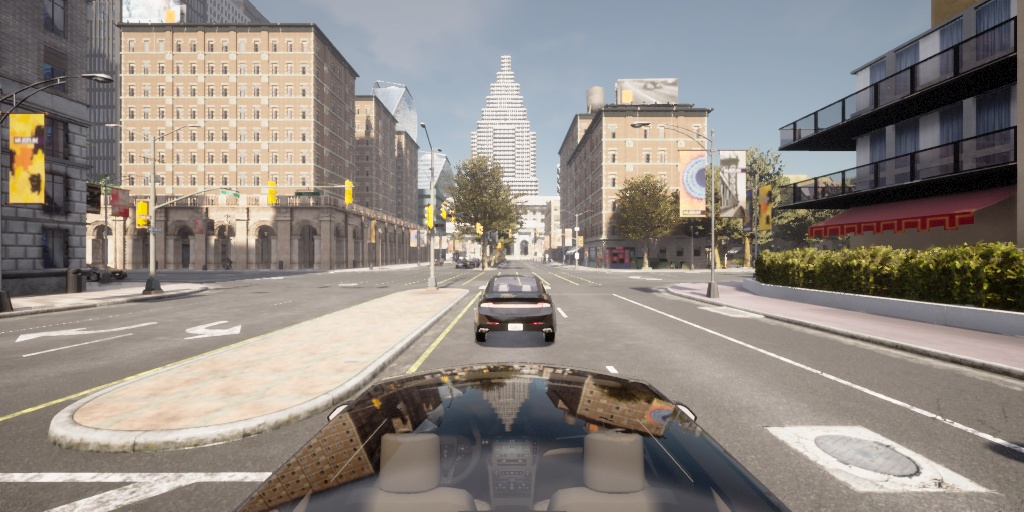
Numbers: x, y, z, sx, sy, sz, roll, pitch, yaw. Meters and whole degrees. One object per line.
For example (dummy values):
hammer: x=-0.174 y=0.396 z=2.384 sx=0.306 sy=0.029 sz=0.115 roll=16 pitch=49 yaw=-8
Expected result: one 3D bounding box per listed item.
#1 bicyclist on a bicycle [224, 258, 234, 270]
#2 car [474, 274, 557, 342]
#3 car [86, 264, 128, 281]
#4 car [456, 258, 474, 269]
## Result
bicyclist on a bicycle: x=-37.240 y=1.050 z=47.167 sx=0.582 sy=1.620 sz=1.656 roll=0 pitch=0 yaw=0
car: x=0.082 y=1.242 z=9.759 sx=2.128 sy=1.511 sz=4.902 roll=0 pitch=0 yaw=0
car: x=-34.161 y=1.314 z=29.213 sx=4.181 sy=1.385 sz=1.994 roll=0 pitch=0 yaw=0
car: x=-8.006 y=1.241 z=58.508 sx=2.128 sy=1.511 sz=4.902 roll=0 pitch=0 yaw=0
